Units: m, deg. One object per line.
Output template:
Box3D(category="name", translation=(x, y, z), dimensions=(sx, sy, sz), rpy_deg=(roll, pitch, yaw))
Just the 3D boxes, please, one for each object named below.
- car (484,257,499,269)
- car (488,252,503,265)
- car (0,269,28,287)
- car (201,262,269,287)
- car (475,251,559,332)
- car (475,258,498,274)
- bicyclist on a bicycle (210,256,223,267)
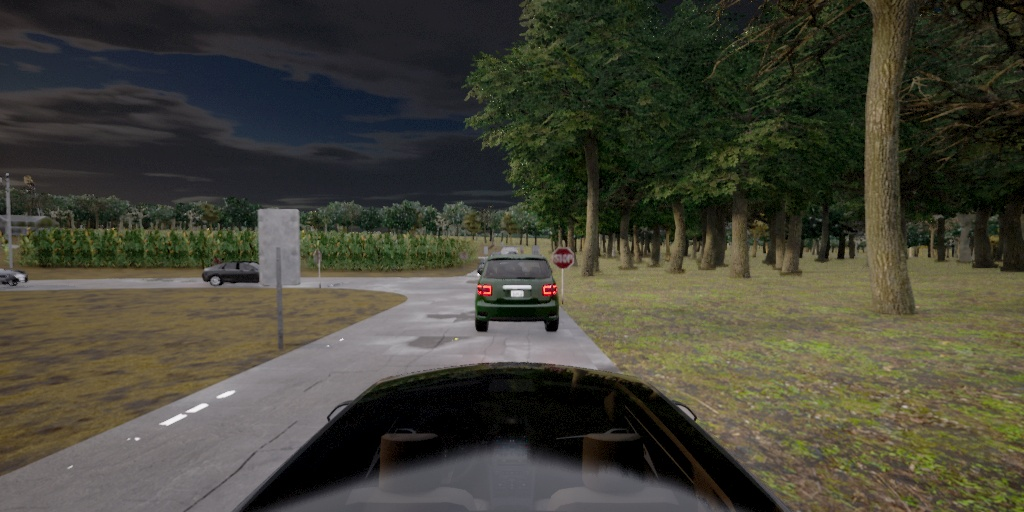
Box3D(category="car", translation=(-2.726, 0.935, 49.379), dimensions=(1.812, 1.442, 4.674), rpy_deg=(0, 1, 0))
Box3D(category="car", translation=(-2.690, 0.393, 60.071), dimensions=(2.150, 2.045, 5.566), rpy_deg=(0, 1, 0))
Box3D(category="car", translation=(-30.701, 1.094, 19.897), dimensions=(4.902, 1.511, 2.128), rpy_deg=(0, 2, -22))
Box3D(category="car", translation=(-16.928, 1.116, 23.057), dimensions=(4.892, 1.490, 1.837), rpy_deg=(1, 2, -7))
Box3D(category="car", translation=(0.123, 0.973, 11.036), dimensions=(2.150, 2.045, 5.566), rpy_deg=(0, 0, 0))
Box3D(category="car", translation=(-2.754, 1.063, 39.949), dimensions=(2.128, 1.511, 4.902), rpy_deg=(0, 1, 0))
Box3D(category="bicyclist on a bicycle", translation=(-23.385, 0.856, 28.414), dimensions=(0.582, 1.620, 1.656), rpy_deg=(0, 1, -11))
